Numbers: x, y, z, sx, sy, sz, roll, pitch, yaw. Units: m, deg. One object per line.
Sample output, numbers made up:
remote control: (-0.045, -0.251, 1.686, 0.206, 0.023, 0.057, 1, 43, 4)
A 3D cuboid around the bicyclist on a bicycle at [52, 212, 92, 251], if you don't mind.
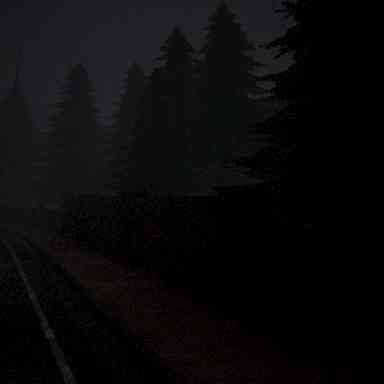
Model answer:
bicyclist on a bicycle: (-5.004, 1.654, 13.975, 1.656, 1.620, 0.582, 2, -2, -31)
